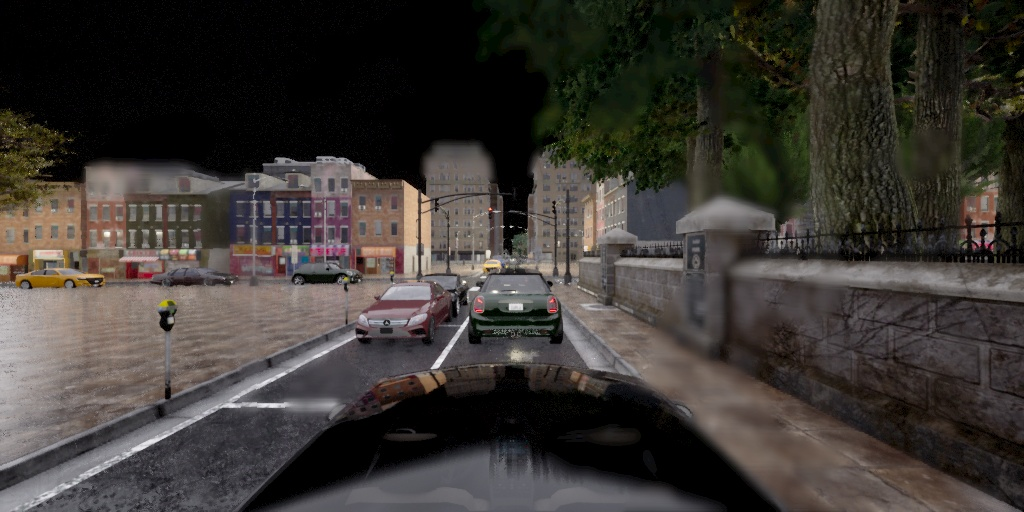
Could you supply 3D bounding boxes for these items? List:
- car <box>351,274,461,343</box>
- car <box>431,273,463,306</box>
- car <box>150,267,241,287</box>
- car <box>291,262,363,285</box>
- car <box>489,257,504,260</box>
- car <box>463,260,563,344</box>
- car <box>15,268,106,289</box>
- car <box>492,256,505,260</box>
[{"bbox_3d":[-2.638,1.331,9.625,1.802,1.307,4.207,0,0,0],"label":"car"},{"bbox_3d":[-2.638,1.315,13.288,1.948,1.339,4.313,0,0,0],"label":"car"},{"bbox_3d":[-23.035,1.545,26.157,5.357,1.411,2.033,-1,0,0],"label":"car"},{"bbox_3d":[-13.391,1.230,26.196,4.553,1.767,2.097,-1,0,0],"label":"car"},{"bbox_3d":[-2.277,1.218,41.554,1.882,1.535,5.008,0,0,1],"label":"car"},{"bbox_3d":[0.073,1.101,9.740,2.097,1.767,4.553,0,0,0],"label":"car"},{"bbox_3d":[-32.791,1.625,26.135,5.008,1.535,1.882,-1,0,0],"label":"car"},{"bbox_3d":[-2.296,0.959,56.185,2.150,2.045,5.566,0,0,0],"label":"car"}]
